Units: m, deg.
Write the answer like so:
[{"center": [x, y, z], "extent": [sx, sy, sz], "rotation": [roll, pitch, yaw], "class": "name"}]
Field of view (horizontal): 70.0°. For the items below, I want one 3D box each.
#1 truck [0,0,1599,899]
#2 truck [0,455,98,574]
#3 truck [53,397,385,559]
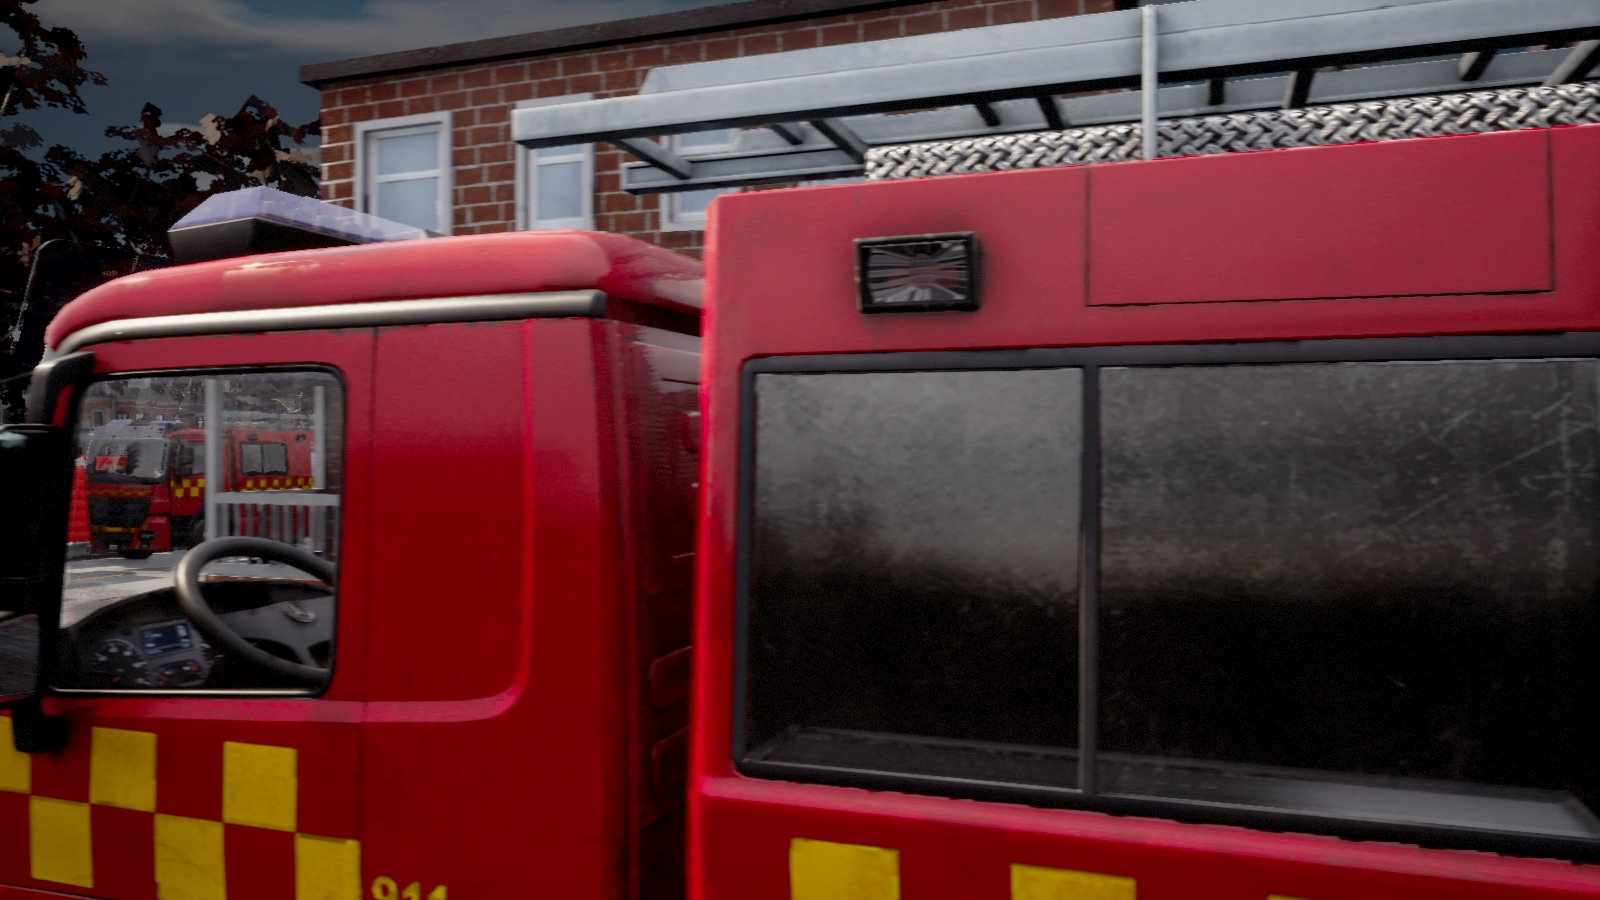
[{"center": [1.443, 0.670, 3.246], "extent": [8.468, 3.827, 2.891], "rotation": [0, 0, 20], "class": "truck"}, {"center": [-17.974, 1.348, 23.809], "extent": [2.627, 2.467, 5.204], "rotation": [0, 0, 19], "class": "truck"}, {"center": [-15.507, 0.671, 31.485], "extent": [2.891, 3.827, 8.468], "rotation": [0, 0, 20], "class": "truck"}]
